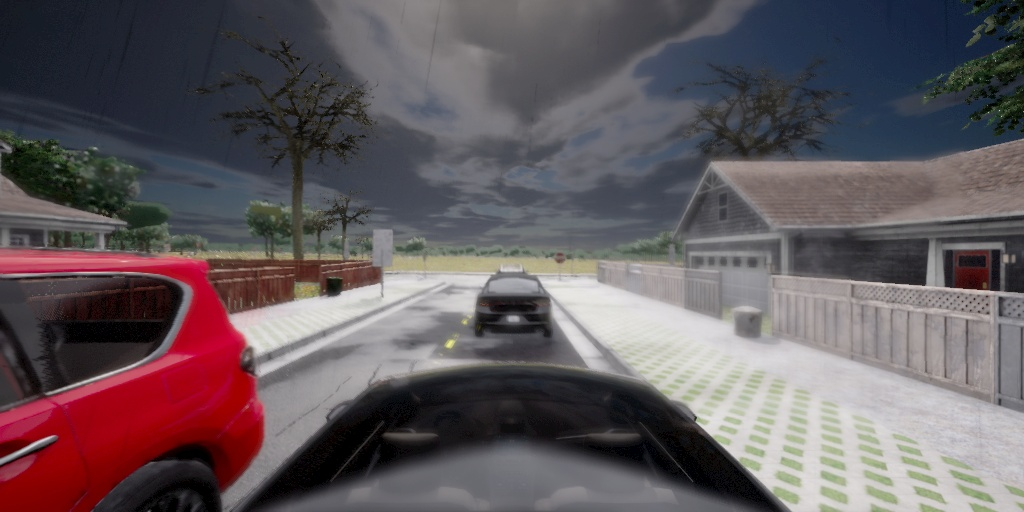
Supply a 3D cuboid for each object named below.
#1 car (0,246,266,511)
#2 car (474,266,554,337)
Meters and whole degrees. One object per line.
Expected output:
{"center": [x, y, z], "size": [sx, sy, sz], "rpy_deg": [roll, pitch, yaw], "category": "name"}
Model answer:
{"center": [-2.846, 0.972, 0.269], "size": [2.150, 2.045, 5.566], "rpy_deg": [0, 0, 0], "category": "car"}
{"center": [0.057, 1.227, 10.279], "size": [1.882, 1.535, 5.008], "rpy_deg": [0, 0, 0], "category": "car"}
